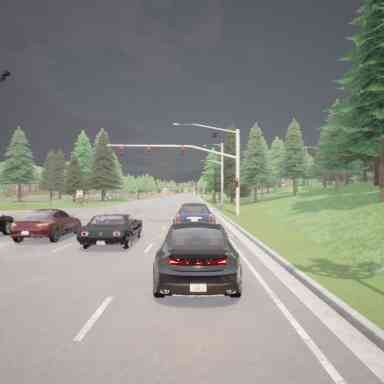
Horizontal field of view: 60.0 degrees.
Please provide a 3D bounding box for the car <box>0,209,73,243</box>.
[{"bbox_3d":[-6.883,1.526,16.008,1.812,1.442,4.674,0,0,0],"label":"car"}]

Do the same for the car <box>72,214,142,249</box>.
[{"bbox_3d":[-3.384,1.601,14.629,1.895,1.301,4.718,0,0,0],"label":"car"}]

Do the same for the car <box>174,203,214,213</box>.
[{"bbox_3d":[0.118,1.352,17.606,2.097,1.767,4.553,0,0,0],"label":"car"}]

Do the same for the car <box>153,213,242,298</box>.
[{"bbox_3d":[0.109,1.505,8.512,1.837,1.490,4.892,0,0,0],"label":"car"}]
